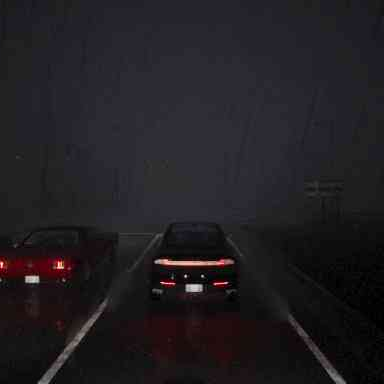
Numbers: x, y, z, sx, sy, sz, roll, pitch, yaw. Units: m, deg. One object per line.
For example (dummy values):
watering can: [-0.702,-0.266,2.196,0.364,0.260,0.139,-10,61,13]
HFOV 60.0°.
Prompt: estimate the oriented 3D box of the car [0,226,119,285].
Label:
car: [-3.432,1.601,9.415,1.895,1.301,4.718,0,0,0]

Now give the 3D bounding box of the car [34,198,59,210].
car: [-18.581,1.477,43.150,1.882,1.535,5.008,0,0,0]

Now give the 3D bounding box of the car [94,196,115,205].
car: [-15.058,1.564,57.918,1.994,1.385,4.181,0,0,0]

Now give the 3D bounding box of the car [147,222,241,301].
car: [0.060,1.492,8.329,2.128,1.511,4.902,0,0,0]

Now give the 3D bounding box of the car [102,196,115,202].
car: [-18.476,1.592,73.815,1.895,1.301,4.718,0,0,0]

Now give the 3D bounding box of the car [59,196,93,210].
car: [-15.080,1.351,43.513,2.097,1.767,4.553,0,0,0]

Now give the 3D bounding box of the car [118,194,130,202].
car: [-14.976,1.353,73.372,2.097,1.767,4.553,0,0,0]
